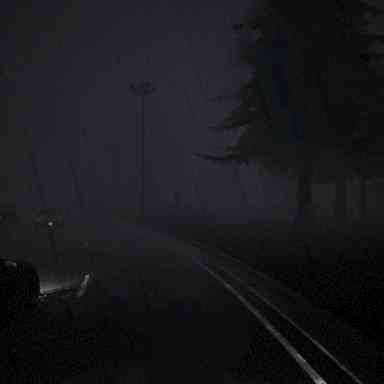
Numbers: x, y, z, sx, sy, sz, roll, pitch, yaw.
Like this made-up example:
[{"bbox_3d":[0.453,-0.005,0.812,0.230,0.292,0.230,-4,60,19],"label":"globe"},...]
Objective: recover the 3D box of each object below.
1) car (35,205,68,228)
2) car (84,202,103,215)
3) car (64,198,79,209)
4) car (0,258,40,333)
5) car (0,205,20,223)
[{"bbox_3d":[-10.436,1.871,24.502,1.895,1.301,4.718,0,-1,-23],"label":"car"},{"bbox_3d":[-11.599,1.949,39.184,1.812,1.442,4.674,0,-1,-23],"label":"car"},{"bbox_3d":[-20.772,2.231,57.847,1.895,1.301,4.718,0,-1,-23],"label":"car"},{"bbox_3d":[-3.936,1.626,5.256,1.994,1.385,4.181,0,-1,-9],"label":"car"},{"bbox_3d":[-15.671,1.839,27.867,1.812,1.442,4.674,0,-1,-23],"label":"car"}]
